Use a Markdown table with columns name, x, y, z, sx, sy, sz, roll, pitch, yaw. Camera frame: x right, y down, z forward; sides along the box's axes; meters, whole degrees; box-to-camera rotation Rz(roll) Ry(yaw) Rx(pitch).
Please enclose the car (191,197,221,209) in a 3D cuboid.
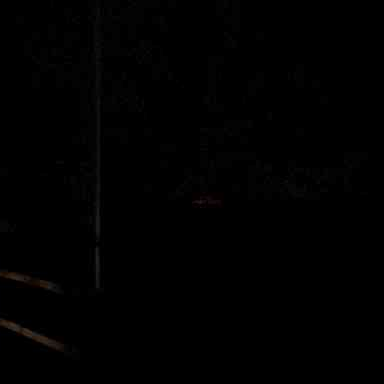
| name | x | y | z | sx | sy | sz | roll | pitch | yaw |
| --- | --- | --- | --- | --- | --- | --- | --- | --- | --- |
| car | 1.806 | 1.329 | 41.781 | 1.882 | 1.535 | 5.008 | 0 | 0 | 36 |
